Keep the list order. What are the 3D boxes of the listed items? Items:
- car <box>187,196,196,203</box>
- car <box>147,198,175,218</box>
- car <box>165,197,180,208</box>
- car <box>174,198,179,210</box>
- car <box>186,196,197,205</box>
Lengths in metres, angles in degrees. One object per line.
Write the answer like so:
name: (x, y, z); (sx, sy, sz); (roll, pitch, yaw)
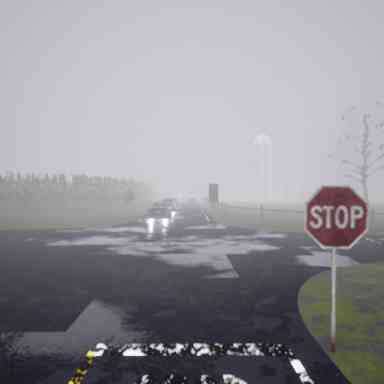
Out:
car: (-0.161, 1.590, 71.700); (1.812, 1.442, 4.674); (0, 0, 0)
car: (-2.902, 1.574, 30.578); (1.994, 1.385, 4.181); (0, 0, 0)
car: (-2.935, 1.579, 51.046); (2.033, 1.411, 5.357); (0, 0, 0)
car: (-2.930, 1.544, 40.548); (1.812, 1.442, 4.674); (0, 0, 0)
car: (-0.033, 1.594, 61.251); (2.033, 1.411, 5.357); (0, 0, 0)
